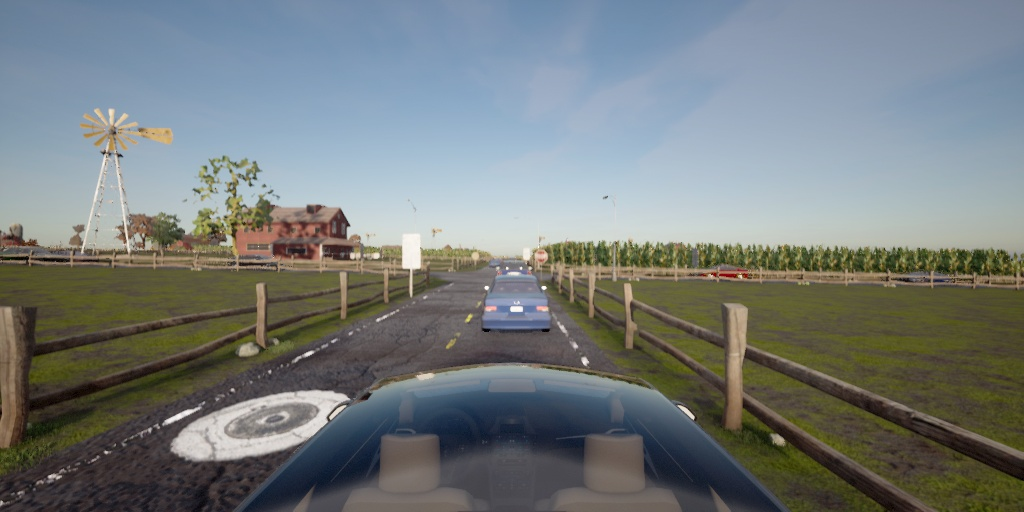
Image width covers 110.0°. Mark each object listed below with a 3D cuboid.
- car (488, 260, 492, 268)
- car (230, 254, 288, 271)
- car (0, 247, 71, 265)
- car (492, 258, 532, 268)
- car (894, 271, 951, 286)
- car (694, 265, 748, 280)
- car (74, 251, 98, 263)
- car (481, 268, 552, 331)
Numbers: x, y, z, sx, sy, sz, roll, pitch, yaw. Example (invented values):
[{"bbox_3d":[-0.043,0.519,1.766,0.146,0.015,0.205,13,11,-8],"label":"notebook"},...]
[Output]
[{"bbox_3d":[-2.754,1.174,57.944,2.033,1.411,5.357,0,0,0],"label":"car"},{"bbox_3d":[-24.232,0.616,34.456,4.892,1.490,1.837,2,0,1],"label":"car"},{"bbox_3d":[-46.359,-0.044,34.707,4.553,1.767,2.097,1,0,1],"label":"car"},{"bbox_3d":[0.123,1.052,21.194,2.097,1.767,4.553,0,0,0],"label":"car"},{"bbox_3d":[42.019,2.244,36.748,4.181,1.385,1.994,1,0,1],"label":"car"},{"bbox_3d":[21.472,1.684,36.974,5.008,1.535,1.882,1,0,1],"label":"car"},{"bbox_3d":[-46.777,0.168,37.560,5.357,1.411,2.033,1,0,1],"label":"car"},{"bbox_3d":[0.109,1.274,10.826,2.033,1.411,5.357,0,0,0],"label":"car"}]
